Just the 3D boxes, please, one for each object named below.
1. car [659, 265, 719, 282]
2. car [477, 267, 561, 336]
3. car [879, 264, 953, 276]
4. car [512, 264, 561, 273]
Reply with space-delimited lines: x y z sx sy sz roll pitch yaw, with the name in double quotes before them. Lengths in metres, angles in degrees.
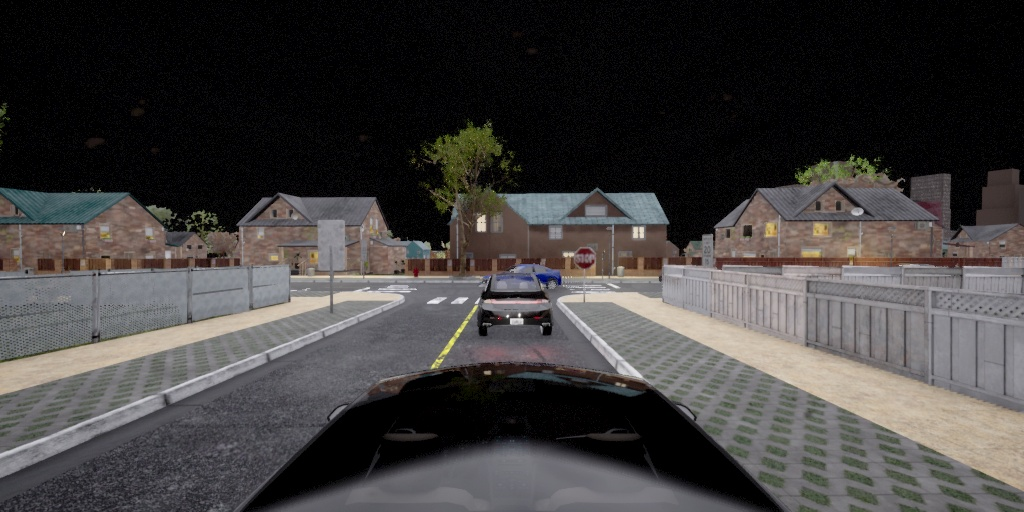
"car" 11.829 1.264 23.348 4.181 1.385 1.994 0 1 0
"car" 0.029 1.238 10.377 2.128 1.511 4.902 0 0 -2
"car" 25.432 1.220 23.048 4.674 1.442 1.812 0 1 0
"car" 0.596 1.245 20.891 5.008 1.535 1.882 -1 1 -32
